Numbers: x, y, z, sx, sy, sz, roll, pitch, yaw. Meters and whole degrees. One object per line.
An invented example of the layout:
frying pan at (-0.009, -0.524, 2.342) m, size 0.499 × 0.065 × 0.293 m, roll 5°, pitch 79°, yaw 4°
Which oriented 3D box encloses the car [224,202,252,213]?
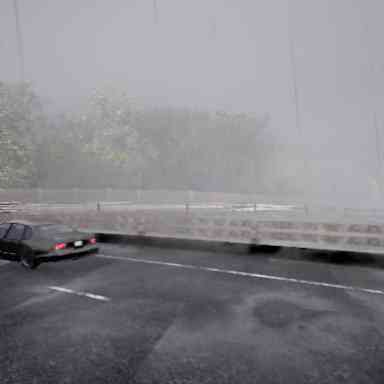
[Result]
car at (6.995, 2.329, 50.281) m, size 4.902 × 1.511 × 2.128 m, roll 3°, pitch -2°, yaw -31°

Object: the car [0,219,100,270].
car at (-5.657, 1.649, 11.381) m, size 5.357 × 1.411 × 2.033 m, roll -1°, pitch 0°, yaw 29°
